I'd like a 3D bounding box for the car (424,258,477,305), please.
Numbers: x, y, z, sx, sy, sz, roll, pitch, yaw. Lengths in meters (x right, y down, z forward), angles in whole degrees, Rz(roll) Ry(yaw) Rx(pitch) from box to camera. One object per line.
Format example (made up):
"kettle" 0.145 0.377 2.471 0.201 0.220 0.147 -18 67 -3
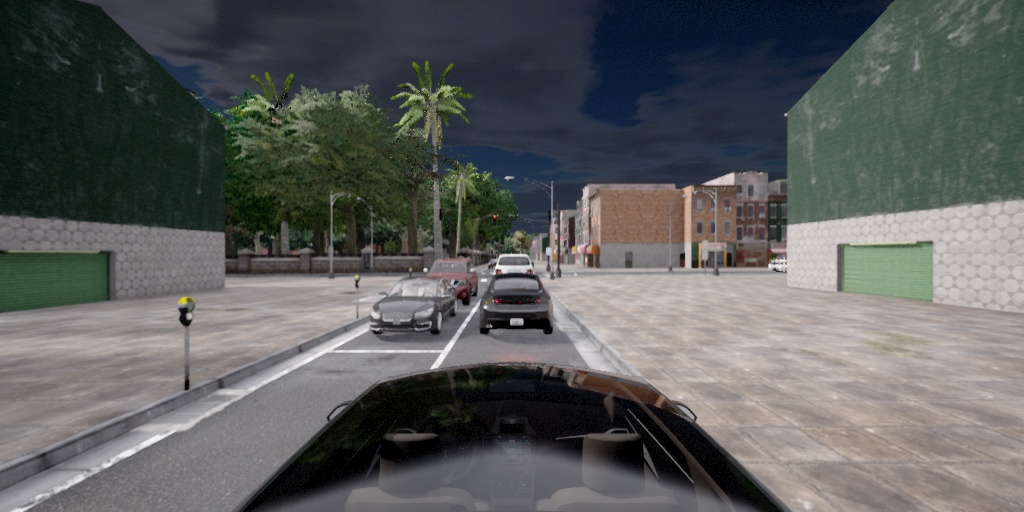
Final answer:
"car" -2.628 1.026 15.824 2.192 1.841 5.009 0 0 0

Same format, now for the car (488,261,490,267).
"car" -2.598 1.139 53.971 1.967 1.591 4.097 0 0 0

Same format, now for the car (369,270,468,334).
"car" -2.632 1.275 10.361 2.007 1.370 4.403 0 0 0

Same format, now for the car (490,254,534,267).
"car" 0.113 0.924 20.579 2.150 2.045 5.566 0 0 0

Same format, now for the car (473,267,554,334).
"car" 0.105 1.229 10.486 1.837 1.490 4.892 0 0 0

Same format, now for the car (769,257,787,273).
"car" 29.190 0.705 36.184 5.566 2.045 2.150 0 0 0
